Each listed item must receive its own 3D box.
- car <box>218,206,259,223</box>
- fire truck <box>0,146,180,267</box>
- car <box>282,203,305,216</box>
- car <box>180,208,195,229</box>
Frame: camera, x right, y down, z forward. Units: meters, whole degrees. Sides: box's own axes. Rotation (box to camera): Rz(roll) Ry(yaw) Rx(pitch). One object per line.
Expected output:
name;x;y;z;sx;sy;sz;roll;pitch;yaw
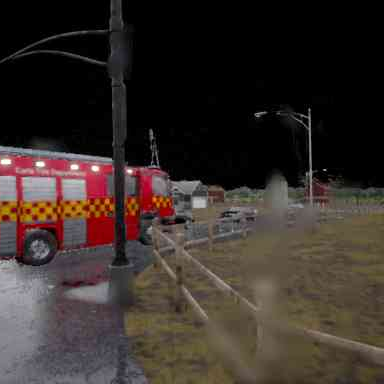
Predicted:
car;4.525;2.057;31.215;2.033;1.411;5.357;-2;-2;36
fire truck;-4.370;0.441;13.069;2.891;3.827;8.468;-2;-2;36
car;13.057;2.258;42.760;1.837;1.490;4.892;-2;-2;37
car;-1.779;1.826;22.634;2.128;1.511;4.902;-2;-2;38
